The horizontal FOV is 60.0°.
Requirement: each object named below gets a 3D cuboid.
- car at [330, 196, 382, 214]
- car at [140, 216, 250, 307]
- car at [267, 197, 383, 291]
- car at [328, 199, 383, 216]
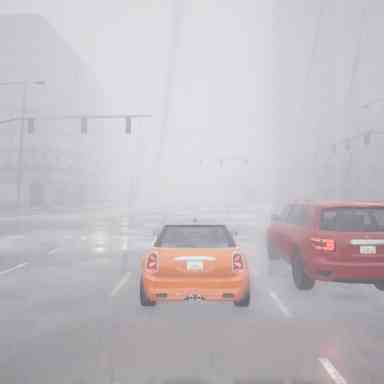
[{"bbox_3d":[17.352,1.350,35.352,4.553,1.767,2.097,0,0,1],"label":"car"},{"bbox_3d":[0.075,1.352,8.154,2.097,1.767,4.553,0,0,1],"label":"car"},{"bbox_3d":[3.554,1.221,9.174,2.150,2.045,5.566,0,0,3],"label":"car"},{"bbox_3d":[15.885,1.476,31.763,5.008,1.535,1.882,0,0,-1],"label":"car"}]
